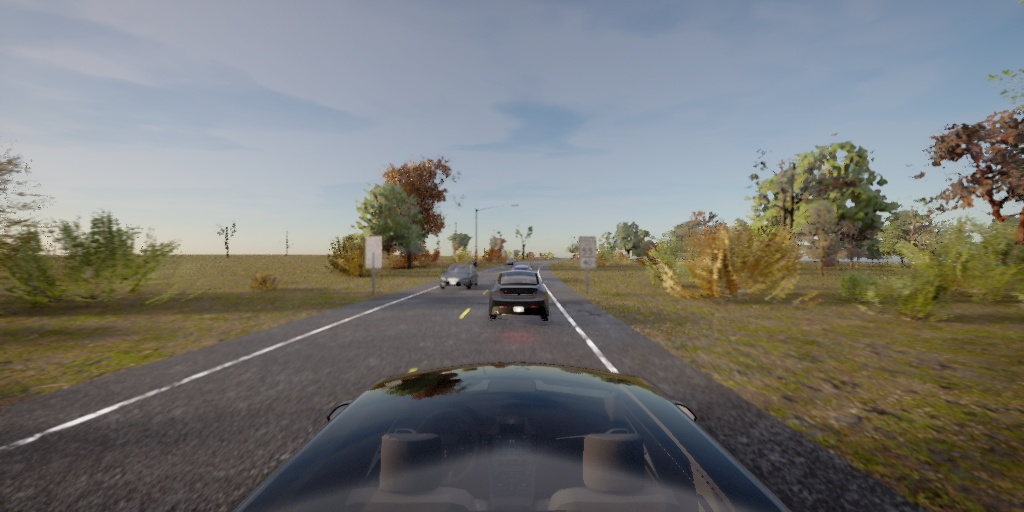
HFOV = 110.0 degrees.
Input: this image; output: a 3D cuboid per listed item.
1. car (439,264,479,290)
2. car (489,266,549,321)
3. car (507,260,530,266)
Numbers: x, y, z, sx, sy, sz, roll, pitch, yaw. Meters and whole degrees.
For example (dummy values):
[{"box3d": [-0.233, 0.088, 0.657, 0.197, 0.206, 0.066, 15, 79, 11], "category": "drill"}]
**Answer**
[{"box3d": [-3.205, 1.243, 22.500, 2.128, 1.511, 4.902, 0, 0, 2], "category": "car"}, {"box3d": [0.233, 1.257, 12.559, 1.837, 1.490, 4.892, 0, 0, 1], "category": "car"}, {"box3d": [0.836, 1.277, 30.756, 1.812, 1.442, 4.674, 0, 0, 3], "category": "car"}]
